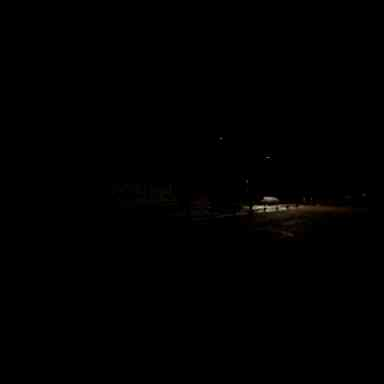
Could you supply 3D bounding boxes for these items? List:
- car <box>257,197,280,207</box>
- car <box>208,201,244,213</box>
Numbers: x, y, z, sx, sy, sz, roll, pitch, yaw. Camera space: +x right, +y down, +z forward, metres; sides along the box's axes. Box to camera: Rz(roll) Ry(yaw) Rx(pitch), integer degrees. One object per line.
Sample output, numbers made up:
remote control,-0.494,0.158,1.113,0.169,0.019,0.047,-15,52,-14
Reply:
car,11.887,1.461,51.387,2.033,1.411,5.357,2,1,35
car,3.651,1.596,35.066,1.895,1.301,4.718,2,1,35
